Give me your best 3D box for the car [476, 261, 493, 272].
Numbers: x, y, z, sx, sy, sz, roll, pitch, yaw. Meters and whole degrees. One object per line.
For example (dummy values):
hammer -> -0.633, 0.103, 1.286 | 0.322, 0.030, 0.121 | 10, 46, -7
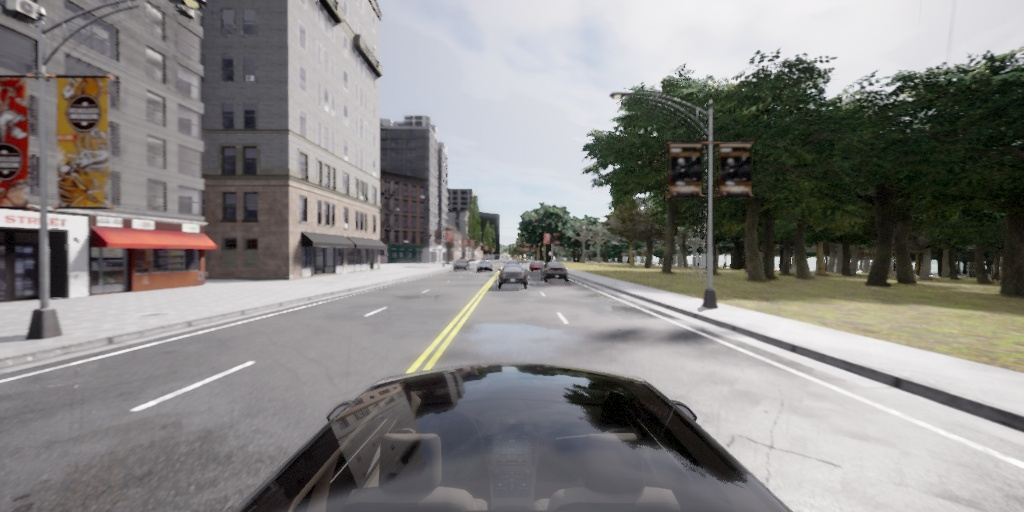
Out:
car -> -3.337, 1.279, 44.852 | 2.033, 1.411, 5.357 | 0, 0, 0

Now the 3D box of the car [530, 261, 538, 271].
car -> 3.349, 1.294, 47.692 | 1.994, 1.385, 4.181 | 0, 0, 0

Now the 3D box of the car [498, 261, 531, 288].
car -> 0.060, 1.270, 23.609 | 1.812, 1.442, 4.674 | 0, 0, 0

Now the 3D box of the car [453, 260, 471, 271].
car -> -6.571, 1.236, 47.345 | 1.837, 1.490, 4.892 | 0, 0, 0

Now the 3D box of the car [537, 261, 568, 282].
car -> 3.349, 1.248, 28.948 | 1.837, 1.490, 4.892 | 0, 0, 0
